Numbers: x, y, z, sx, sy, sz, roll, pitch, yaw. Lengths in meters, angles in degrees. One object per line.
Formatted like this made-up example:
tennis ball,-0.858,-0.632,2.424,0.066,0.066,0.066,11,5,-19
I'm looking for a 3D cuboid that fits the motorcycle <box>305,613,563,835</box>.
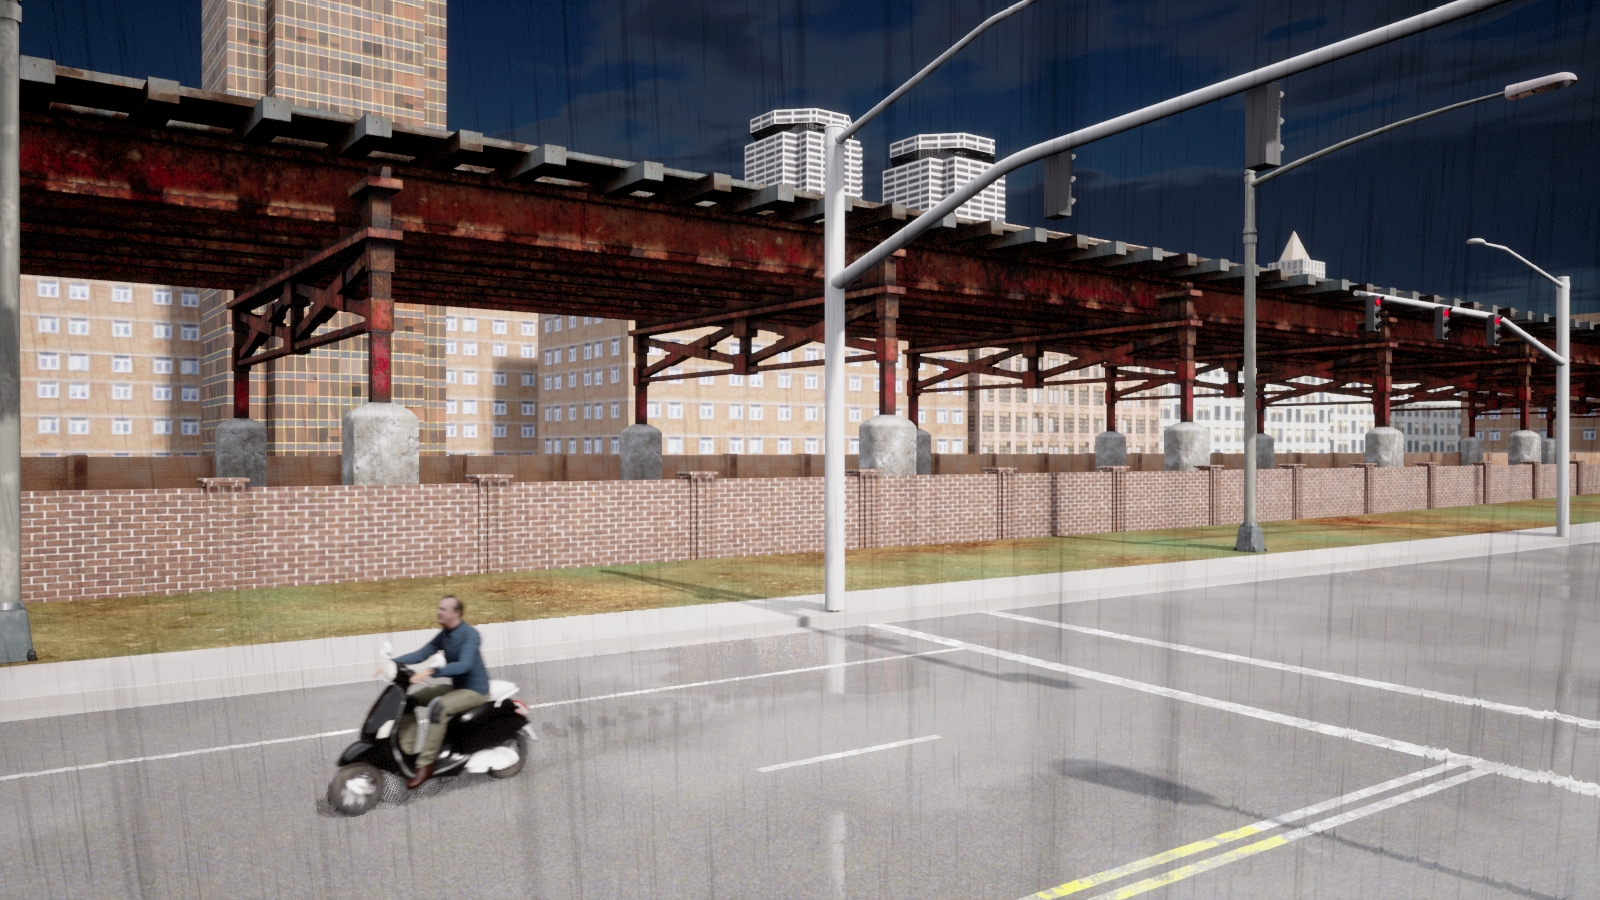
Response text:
motorcycle,-2.927,2.129,9.272,0.856,1.341,1.805,1,0,42
